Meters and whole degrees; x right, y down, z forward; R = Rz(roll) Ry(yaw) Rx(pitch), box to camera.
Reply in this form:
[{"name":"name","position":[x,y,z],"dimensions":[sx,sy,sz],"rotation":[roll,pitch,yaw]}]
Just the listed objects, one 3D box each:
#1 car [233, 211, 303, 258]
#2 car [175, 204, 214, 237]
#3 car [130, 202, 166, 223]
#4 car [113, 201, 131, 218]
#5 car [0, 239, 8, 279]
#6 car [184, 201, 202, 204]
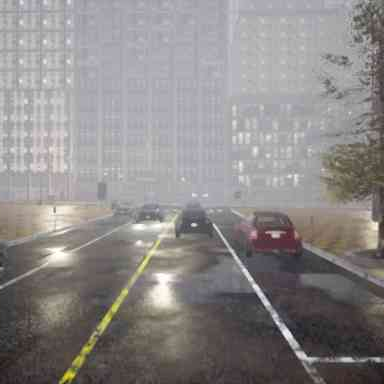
[{"name":"car","position":[2.702,1.430,12.673],"dimensions":[1.967,1.590,4.097],"rotation":[1,0,0]},{"name":"car","position":[0.102,1.549,17.960],"dimensions":[1.994,1.385,4.181],"rotation":[0,0,0]},{"name":"car","position":[-3.033,1.543,24.881],"dimensions":[1.994,1.385,4.181],"rotation":[0,0,1]},{"name":"car","position":[-5.806,1.525,29.610],"dimensions":[2.008,1.369,4.403],"rotation":[1,0,0]},{"name":"car","position":[-5.681,1.561,7.041],"dimensions":[1.947,1.339,4.313],"rotation":[1,0,0]},{"name":"car","position":[0.097,1.536,31.801],"dimensions":[1.994,1.385,4.181],"rotation":[0,0,1]}]
